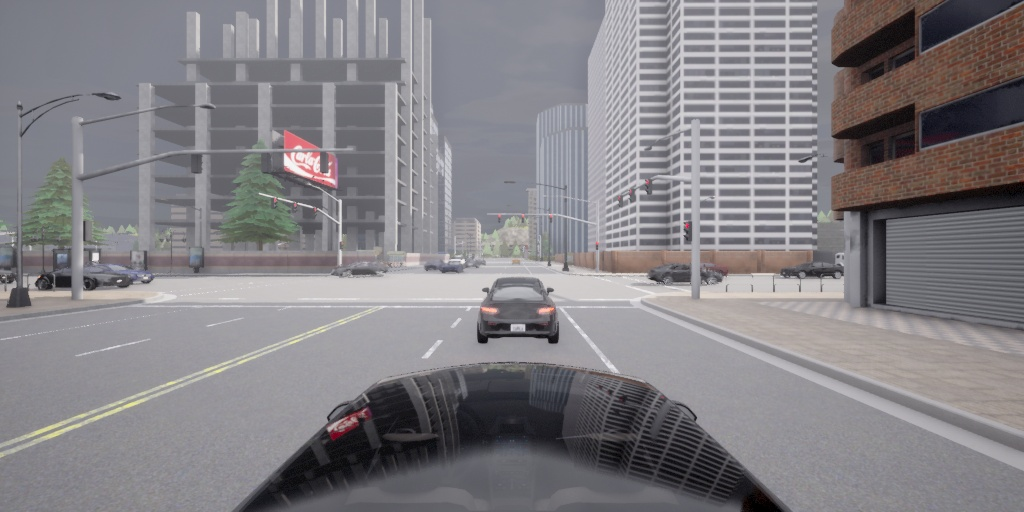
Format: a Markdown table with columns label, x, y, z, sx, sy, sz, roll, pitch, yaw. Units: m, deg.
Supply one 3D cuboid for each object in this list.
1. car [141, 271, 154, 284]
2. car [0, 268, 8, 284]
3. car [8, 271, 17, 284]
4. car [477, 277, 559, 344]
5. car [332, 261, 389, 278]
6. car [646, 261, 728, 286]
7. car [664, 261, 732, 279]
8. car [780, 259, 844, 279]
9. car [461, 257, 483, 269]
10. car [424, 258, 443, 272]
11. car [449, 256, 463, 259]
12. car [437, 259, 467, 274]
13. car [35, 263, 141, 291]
| label | x | y | z | sx | sy | sz | roll | pitch | yaw |
| --- | --- | --- | --- | --- | --- | --- | --- | --- | --- |
| car | -27.864 | 1.276 | 25.001 | 4.674 | 1.442 | 1.812 | 0 | 0 | 0 |
| car | -34.208 | 1.102 | 21.545 | 4.553 | 1.767 | 2.097 | 0 | 0 | 0 |
| car | -37.853 | 1.255 | 25.070 | 4.892 | 1.490 | 1.837 | 0 | 0 | 0 |
| car | 0.158 | 1.276 | 9.492 | 1.812 | 1.442 | 4.674 | 0 | 0 | 1 |
| car | -14.096 | 1.241 | 33.535 | 4.902 | 1.511 | 2.128 | 0 | 1 | -39 |
| car | 11.897 | 1.255 | 24.859 | 4.892 | 1.490 | 1.837 | 0 | 1 | 2 |
| car | 16.462 | 1.228 | 31.913 | 5.008 | 1.535 | 1.882 | 0 | 0 | 0 |
| car | 26.655 | 1.228 | 31.836 | 5.008 | 1.535 | 1.882 | 0 | 0 | 0 |
| car | -6.439 | 1.243 | 57.991 | 2.128 | 1.511 | 4.902 | 0 | 0 | 1 |
| car | -10.080 | 1.102 | 47.210 | 2.097 | 1.767 | 4.553 | 0 | 0 | 1 |
| car | -9.837 | 0.973 | 64.063 | 2.150 | 2.045 | 5.566 | 0 | 0 | 1 |
| car | -6.663 | 1.351 | 40.337 | 1.895 | 1.301 | 4.718 | 0 | 0 | 1 |
| car | -25.509 | 1.314 | 21.485 | 4.181 | 1.385 | 1.994 | 0 | 0 | 0 |
